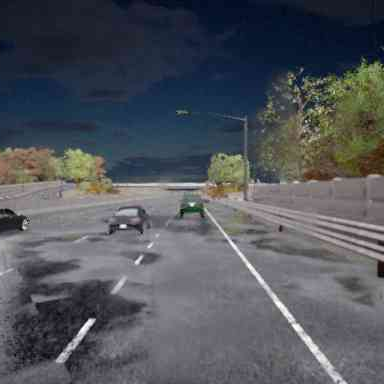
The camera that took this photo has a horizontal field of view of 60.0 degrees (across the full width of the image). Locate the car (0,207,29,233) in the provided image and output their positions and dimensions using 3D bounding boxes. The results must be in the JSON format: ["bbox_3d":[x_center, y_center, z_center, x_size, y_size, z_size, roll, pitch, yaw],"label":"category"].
[{"bbox_3d":[-10.401,1.514,17.453,1.837,1.490,4.892,0,0,0],"label":"car"}]

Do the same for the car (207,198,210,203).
[{"bbox_3d":[2.558,1.827,70.395,1.895,1.301,4.718,0,-1,14],"label":"car"}]

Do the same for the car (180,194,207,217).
[{"bbox_3d":[-0.004,1.251,31.953,2.150,2.045,5.566,0,0,0],"label":"car"}]

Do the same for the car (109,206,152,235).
[{"bbox_3d":[-3.404,1.536,18.771,1.812,1.442,4.674,0,0,0],"label":"car"}]

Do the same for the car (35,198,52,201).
[{"bbox_3d":[-21.005,1.616,46.792,1.837,1.490,4.892,0,0,0],"label":"car"}]
